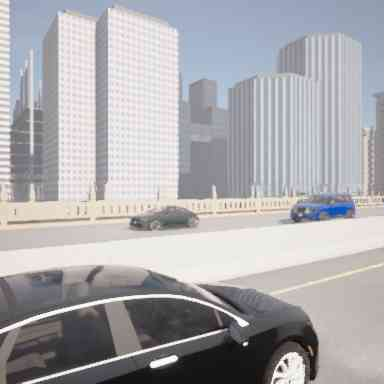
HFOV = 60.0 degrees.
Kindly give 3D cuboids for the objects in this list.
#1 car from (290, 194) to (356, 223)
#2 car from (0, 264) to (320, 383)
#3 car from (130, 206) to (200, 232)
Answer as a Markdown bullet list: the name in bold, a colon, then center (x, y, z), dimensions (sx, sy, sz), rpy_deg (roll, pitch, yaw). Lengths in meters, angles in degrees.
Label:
- **car**: center (9.414, 1.154, 23.609), dimensions (5.566, 2.045, 2.150), rpy_deg (0, 0, -35)
- **car**: center (-0.752, 1.501, 3.210), dimensions (4.892, 1.490, 1.837), rpy_deg (0, 0, -36)
- **car**: center (-1.592, 1.531, 20.056), dimensions (4.181, 1.385, 1.994), rpy_deg (0, 0, -35)
